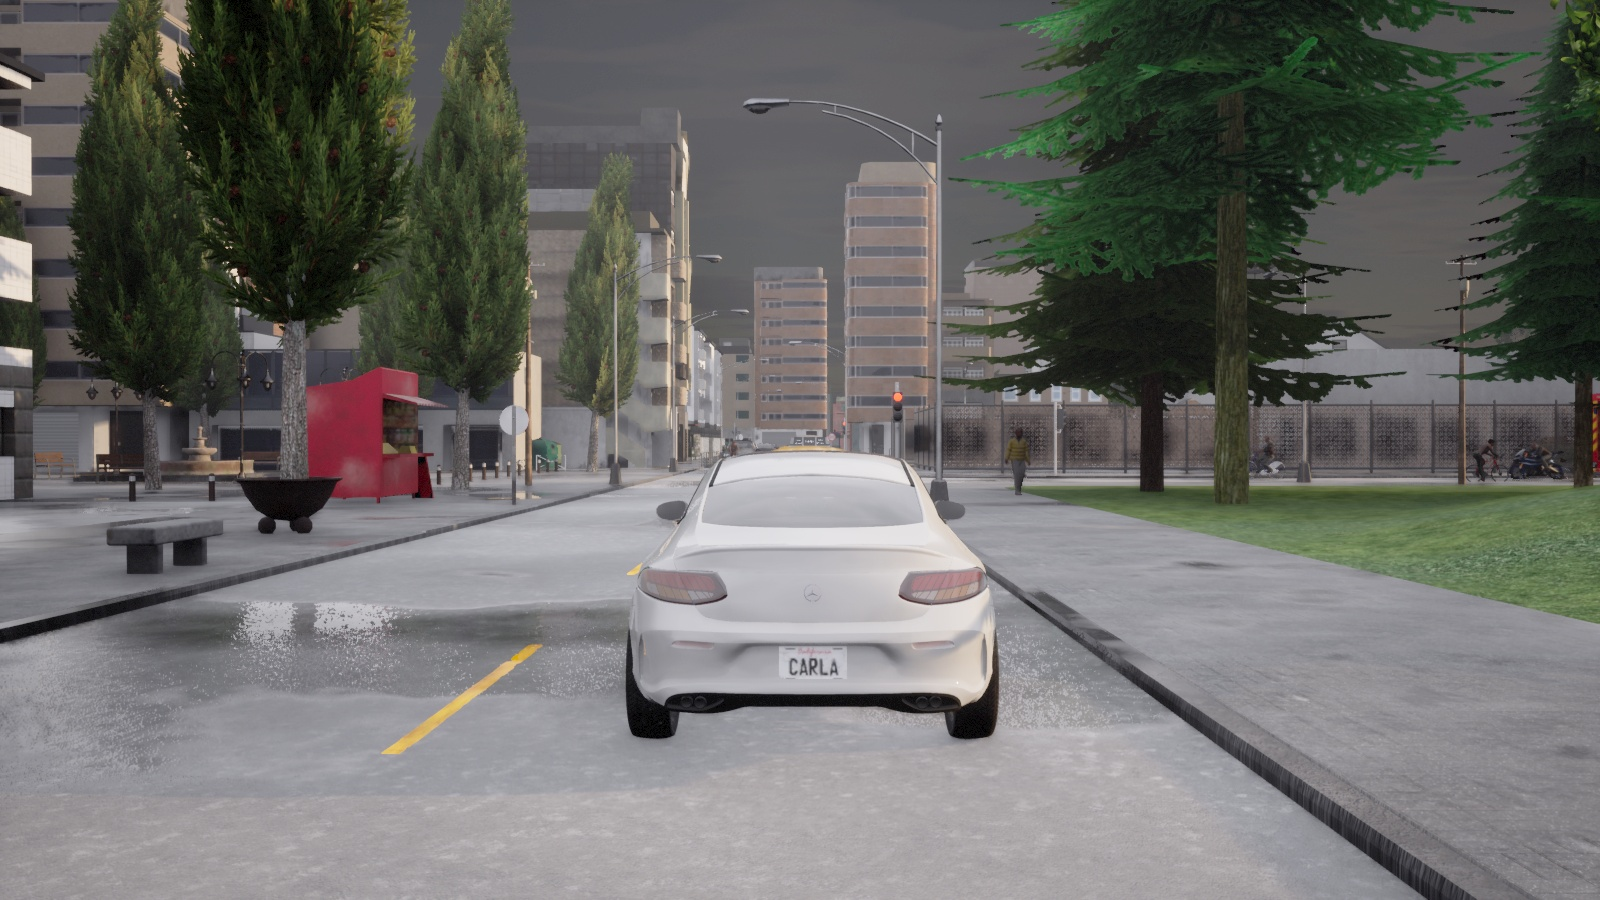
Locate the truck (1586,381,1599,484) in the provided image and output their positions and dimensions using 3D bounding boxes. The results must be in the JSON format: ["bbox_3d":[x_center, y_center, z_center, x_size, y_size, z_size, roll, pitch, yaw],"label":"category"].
[{"bbox_3d":[34.180,-0.653,46.429,8.468,3.827,2.891,0,0,-1],"label":"truck"}]

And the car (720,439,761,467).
[{"bbox_3d":[-3.567,0.159,75.994,2.242,1.667,4.611,0,0,0],"label":"car"}]

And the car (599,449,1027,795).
[{"bbox_3d":[0.067,0.729,7.659,1.812,1.442,4.674,0,0,0],"label":"car"}]

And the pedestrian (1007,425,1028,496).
[{"bbox_3d":[5.689,0.276,32.800,0.370,1.835,0.726,0,0,-4],"label":"pedestrian"}]

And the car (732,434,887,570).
[{"bbox_3d":[0.130,0.588,17.254,1.801,1.575,5.366,0,0,0],"label":"car"}]

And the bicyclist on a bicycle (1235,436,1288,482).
[{"bbox_3d":[18.581,0.345,50.540,1.843,1.776,0.659,2,0,0],"label":"bicyclist on a bicycle"}]

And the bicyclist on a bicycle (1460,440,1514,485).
[{"bbox_3d":[25.440,0.457,46.501,1.656,1.620,0.582,0,0,0],"label":"bicyclist on a bicycle"}]

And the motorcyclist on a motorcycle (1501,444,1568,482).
[{"bbox_3d":[29.514,0.520,50.478,2.191,1.530,0.866,0,0,0],"label":"motorcyclist on a motorcycle"}]
